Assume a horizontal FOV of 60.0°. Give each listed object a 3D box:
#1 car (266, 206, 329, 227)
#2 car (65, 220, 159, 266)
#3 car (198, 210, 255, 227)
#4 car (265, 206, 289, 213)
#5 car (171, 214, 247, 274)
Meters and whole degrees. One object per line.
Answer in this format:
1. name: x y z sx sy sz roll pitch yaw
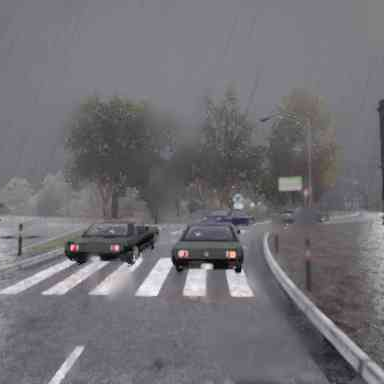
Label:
1. car: 8.471 1.823 25.607 4.902 1.511 2.128 -1 -5 -34
2. car: -2.497 1.633 11.712 1.895 1.301 4.718 -1 0 7
3. car: 2.851 2.061 25.073 1.895 1.301 4.718 -3 -5 39
4. car: 19.027 3.922 74.846 4.892 1.490 1.837 -4 -6 41
5. car: 0.617 1.599 10.626 1.895 1.301 4.718 -1 0 6
